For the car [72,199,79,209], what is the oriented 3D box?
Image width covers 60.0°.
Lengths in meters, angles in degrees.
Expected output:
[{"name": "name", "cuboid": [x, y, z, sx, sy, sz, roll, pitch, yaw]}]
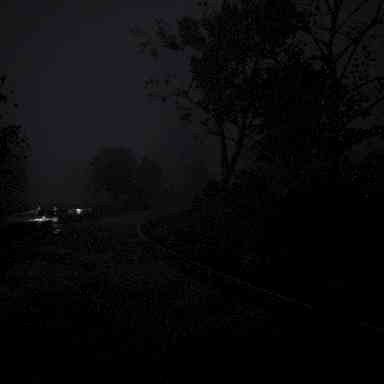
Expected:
[{"name": "car", "cuboid": [-19.663, 1.898, 54.264, 1.882, 1.535, 5.008, 0, 0, -28]}]

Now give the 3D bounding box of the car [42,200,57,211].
[{"name": "car", "cuboid": [-20.867, 1.915, 48.799, 1.837, 1.490, 4.892, 0, 0, -22]}]

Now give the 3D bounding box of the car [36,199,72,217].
[{"name": "car", "cuboid": [-14.433, 1.669, 34.612, 2.097, 1.767, 4.553, 0, -1, -4]}]
